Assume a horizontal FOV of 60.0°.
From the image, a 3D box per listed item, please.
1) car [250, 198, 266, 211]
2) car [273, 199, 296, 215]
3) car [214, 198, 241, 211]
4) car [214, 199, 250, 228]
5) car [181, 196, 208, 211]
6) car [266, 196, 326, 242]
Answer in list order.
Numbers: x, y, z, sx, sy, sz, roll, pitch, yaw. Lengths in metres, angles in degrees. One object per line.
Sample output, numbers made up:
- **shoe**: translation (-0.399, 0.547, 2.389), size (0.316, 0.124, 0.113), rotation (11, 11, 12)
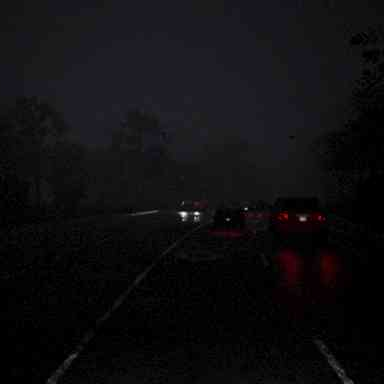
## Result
- **car**: translation (8.214, 1.512, 40.796), size (2.128, 1.511, 4.902), rotation (0, 0, 21)
- **car**: translation (10.031, 1.580, 35.847), size (2.033, 1.411, 5.357), rotation (0, 0, 20)
- **car**: translation (4.539, 1.549, 41.677), size (2.033, 1.411, 5.357), rotation (0, 0, 21)
- **car**: translation (2.652, 1.482, 22.280), size (1.882, 1.535, 5.008), rotation (0, 0, 12)
- **car**: translation (0.324, 1.335, 40.227), size (2.097, 1.767, 4.553), rotation (0, 0, 21)
- **car**: translation (5.142, 1.236, 16.785), size (2.150, 2.045, 5.566), rotation (0, 0, 9)
